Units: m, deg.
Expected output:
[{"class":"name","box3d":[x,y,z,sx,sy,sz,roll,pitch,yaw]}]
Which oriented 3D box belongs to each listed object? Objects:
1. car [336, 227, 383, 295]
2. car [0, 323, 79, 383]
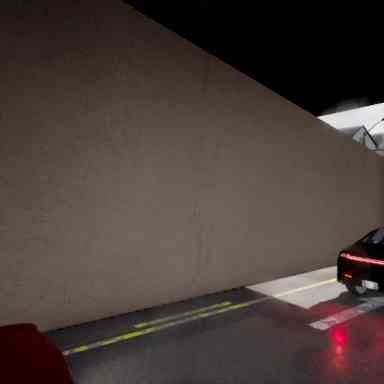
[{"class":"car","box3d":[5.244,1.491,7.512,4.902,1.511,2.128,0,0,-35]},{"class":"car","box3d":[-2.998,1.601,1.687,4.718,1.301,1.895,0,0,-35]}]
